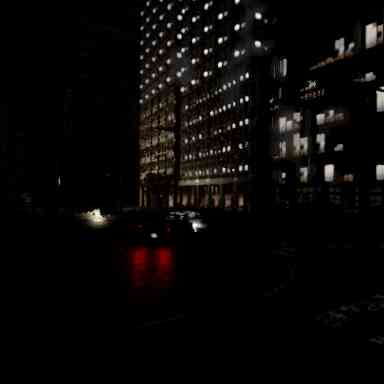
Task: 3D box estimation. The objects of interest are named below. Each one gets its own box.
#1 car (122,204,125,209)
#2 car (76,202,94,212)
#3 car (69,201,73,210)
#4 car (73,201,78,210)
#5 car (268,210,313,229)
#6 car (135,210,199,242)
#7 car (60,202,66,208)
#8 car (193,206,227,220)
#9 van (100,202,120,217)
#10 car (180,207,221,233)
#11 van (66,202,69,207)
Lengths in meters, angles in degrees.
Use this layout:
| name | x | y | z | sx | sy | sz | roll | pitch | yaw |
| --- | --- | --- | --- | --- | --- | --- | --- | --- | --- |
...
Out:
| name | x | y | z | sx | sy | sz | roll | pitch | yaw |
| --- | --- | --- | --- | --- | --- | --- | --- | --- | --- |
| car | -15.515 | 3.033 | 70.672 | 1.802 | 1.307 | 4.206 | 0 | -1 | -27 |
| car | -17.964 | 2.664 | 56.862 | 2.008 | 1.369 | 4.403 | 0 | -1 | -27 |
| car | -23.007 | 2.880 | 66.917 | 1.887 | 1.381 | 4.507 | 0 | -1 | -27 |
| car | -20.410 | 2.746 | 61.739 | 1.752 | 1.417 | 4.829 | 0 | -1 | -27 |
| car | 7.177 | 2.032 | 25.426 | 2.008 | 1.369 | 4.403 | 0 | -1 | -27 |
| car | -1.180 | 1.737 | 16.802 | 1.895 | 1.301 | 4.718 | 3 | -2 | 12 |
| car | -30.570 | 3.218 | 81.998 | 1.887 | 1.381 | 4.507 | 0 | -1 | -27 |
| car | 2.134 | 2.256 | 35.481 | 1.947 | 1.339 | 4.313 | 0 | -1 | -27 |
| van | -10.402 | 2.129 | 41.785 | 1.690 | 1.788 | 3.998 | 0 | -1 | -27 |
| car | -0.313 | 1.916 | 21.671 | 2.008 | 1.369 | 4.403 | 0 | -1 | -27 |
| van | -25.530 | 2.789 | 71.947 | 1.690 | 1.788 | 3.998 | 0 | -1 | -27 |
